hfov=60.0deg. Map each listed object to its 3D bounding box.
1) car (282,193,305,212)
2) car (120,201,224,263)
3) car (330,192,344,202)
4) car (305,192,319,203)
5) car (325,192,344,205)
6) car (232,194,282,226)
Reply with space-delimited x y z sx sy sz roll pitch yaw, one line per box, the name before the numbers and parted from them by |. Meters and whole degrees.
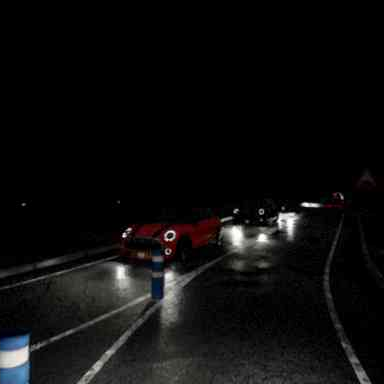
car | 9.317 0.939 32.294 2.128 1.511 4.902 0 7 26
car | -0.532 1.273 11.920 2.097 1.767 4.553 0 1 26
car | 23.617 0.738 54.121 1.812 1.442 4.674 0 1 26
car | 17.734 0.791 49.476 2.128 1.511 4.902 0 1 26
car | 19.061 0.860 44.749 2.128 1.511 4.902 0 1 26
car | 4.237 1.133 21.780 2.097 1.767 4.553 0 1 26
